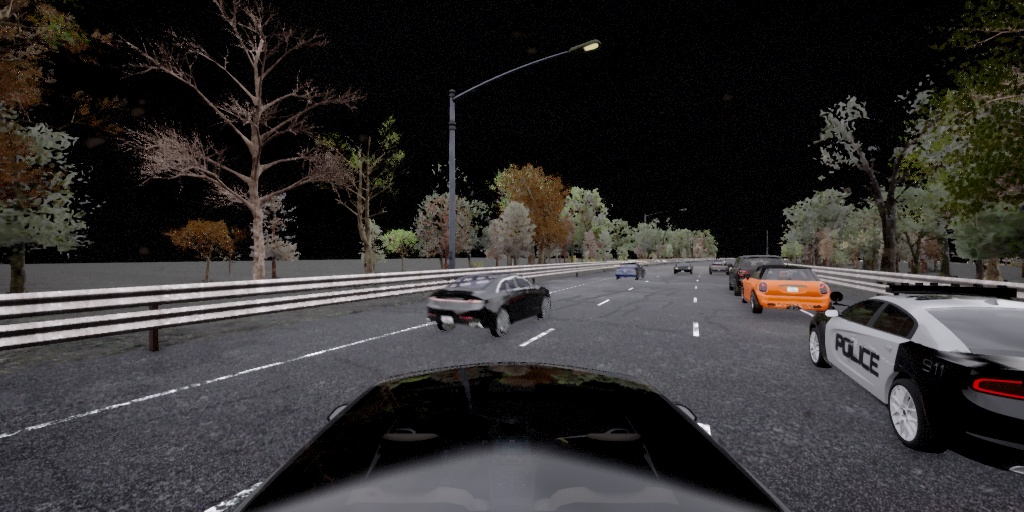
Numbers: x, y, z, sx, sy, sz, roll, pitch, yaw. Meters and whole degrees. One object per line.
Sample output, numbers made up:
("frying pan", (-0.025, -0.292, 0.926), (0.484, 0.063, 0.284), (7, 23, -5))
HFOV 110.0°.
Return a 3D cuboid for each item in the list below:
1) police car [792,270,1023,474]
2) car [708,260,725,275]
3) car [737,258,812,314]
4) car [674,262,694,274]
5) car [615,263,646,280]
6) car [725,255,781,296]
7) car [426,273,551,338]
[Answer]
("police car", (5.634, 1.175, 4.739), (1.930, 1.638, 5.238), (0, 0, 26))
("car", (22.663, 1.261, 39.257), (2.128, 1.511, 4.902), (0, 0, 30))
("car", (10.006, 1.102, 13.437), (2.097, 1.767, 4.553), (0, 0, 27))
("car", (19.538, 1.370, 40.697), (1.895, 1.301, 4.718), (0, 0, 29))
("car", (10.359, 1.306, 31.215), (2.033, 1.411, 5.357), (0, 0, 28))
("car", (12.749, 0.978, 18.756), (2.150, 2.045, 5.566), (0, 0, 27))
("car", (-0.404, 1.241, 10.404), (2.128, 1.511, 4.902), (0, 0, 26))
